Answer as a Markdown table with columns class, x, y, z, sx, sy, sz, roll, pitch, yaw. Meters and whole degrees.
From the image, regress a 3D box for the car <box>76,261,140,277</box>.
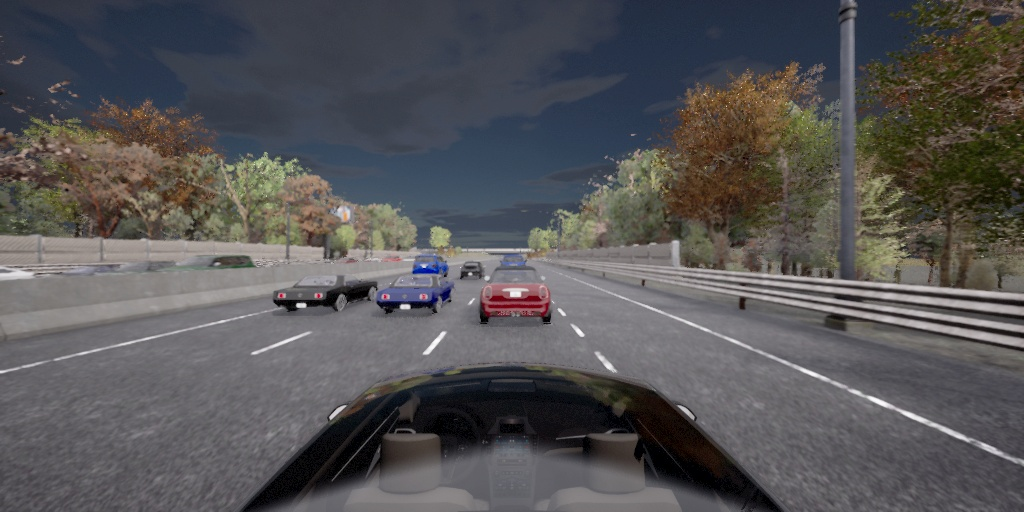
| class | x | y | z | sx | sy | sz | roll | pitch | yaw |
| --- | --- | --- | --- | --- | --- | --- | --- | --- | --- |
| car | -21.097 | 1.072 | 20.573 | 2.097 | 1.767 | 4.553 | 0 | 0 | 0 |

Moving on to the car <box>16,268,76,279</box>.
| class | x | y | z | sx | sy | sz | roll | pitch | yaw |
| --- | --- | --- | --- | --- | --- | --- | --- | --- | --- |
| car | -24.599 | 1.267 | 21.301 | 2.033 | 1.411 | 5.357 | 0 | 0 | 0 |

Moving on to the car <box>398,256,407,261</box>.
| class | x | y | z | sx | sy | sz | roll | pitch | yaw |
| --- | --- | --- | --- | --- | --- | --- | --- | --- | --- |
| car | -17.512 | 0.897 | 62.450 | 2.150 | 2.045 | 5.566 | 0 | 0 | 0 |

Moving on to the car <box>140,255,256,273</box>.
| class | x | y | z | sx | sy | sz | roll | pitch | yaw |
| --- | --- | --- | --- | --- | --- | --- | --- | --- | --- |
| car | -17.599 | 0.940 | 20.911 | 2.150 | 2.045 | 5.566 | 0 | 0 | 0 |

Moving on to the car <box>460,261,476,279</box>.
| class | x | y | z | sx | sy | sz | roll | pitch | yaw |
| --- | --- | --- | --- | --- | --- | --- | --- | --- | --- |
| car | -3.400 | 1.209 | 31.624 | 1.837 | 1.490 | 4.892 | 0 | 0 | 0 |

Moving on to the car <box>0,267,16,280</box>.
| class | x | y | z | sx | sy | sz | roll | pitch | yaw |
| --- | --- | --- | --- | --- | --- | --- | --- | --- | --- |
| car | -28.097 | 1.249 | 18.610 | 1.812 | 1.442 | 4.674 | 0 | 0 | 0 |

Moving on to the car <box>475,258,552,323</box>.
| class | x | y | z | sx | sy | sz | roll | pitch | yaw |
| --- | --- | --- | --- | --- | --- | --- | --- | --- | --- |
| car | 0.101 | 1.083 | 12.138 | 2.097 | 1.767 | 4.553 | 0 | 0 | 0 |

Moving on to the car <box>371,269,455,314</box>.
| class | x | y | z | sx | sy | sz | roll | pitch | yaw |
| --- | --- | --- | --- | --- | --- | --- | --- | --- | --- |
| car | -3.400 | 1.329 | 13.644 | 1.895 | 1.301 | 4.718 | 0 | 0 | 0 |

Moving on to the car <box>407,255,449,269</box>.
| class | x | y | z | sx | sy | sz | roll | pitch | yaw |
| --- | --- | --- | --- | --- | --- | --- | --- | --- | --- |
| car | -6.901 | 0.927 | 30.765 | 2.150 | 2.045 | 5.566 | 0 | 0 | 0 |

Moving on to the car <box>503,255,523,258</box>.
| class | x | y | z | sx | sy | sz | roll | pitch | yaw |
| --- | --- | --- | --- | --- | --- | --- | --- | --- | --- |
| car | 0.100 | 0.927 | 30.814 | 2.150 | 2.045 | 5.566 | 0 | 0 | 0 |

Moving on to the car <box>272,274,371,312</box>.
| class | x | y | z | sx | sy | sz | roll | pitch | yaw |
| --- | --- | --- | --- | --- | --- | --- | --- | --- | --- |
| car | -6.901 | 1.329 | 13.976 | 1.895 | 1.301 | 4.718 | 0 | 0 | 0 |
